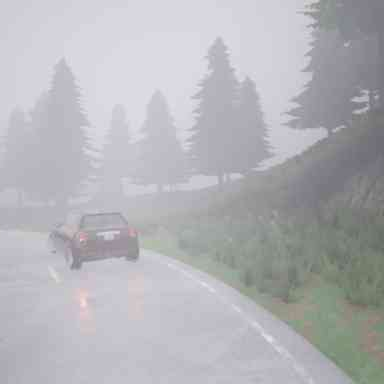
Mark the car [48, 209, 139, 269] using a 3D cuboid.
[{"bbox_3d":[-3.622,1.393,11.721,2.097,1.767,4.553,-2,0,-33],"label":"car"}]
